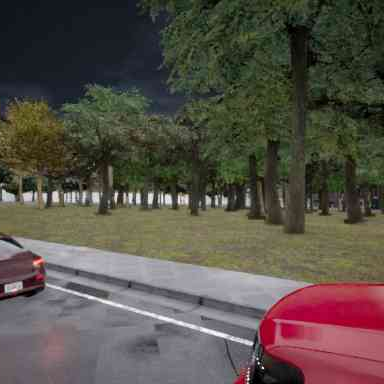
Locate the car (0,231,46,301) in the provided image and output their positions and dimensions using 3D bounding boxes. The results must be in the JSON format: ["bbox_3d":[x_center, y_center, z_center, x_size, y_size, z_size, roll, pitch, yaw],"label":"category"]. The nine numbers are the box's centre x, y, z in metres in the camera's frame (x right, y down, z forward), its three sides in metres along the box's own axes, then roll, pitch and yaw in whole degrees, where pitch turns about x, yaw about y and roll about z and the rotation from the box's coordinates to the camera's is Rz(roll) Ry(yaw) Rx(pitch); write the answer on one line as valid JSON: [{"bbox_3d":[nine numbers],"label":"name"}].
[{"bbox_3d":[-5.036,1.524,7.258,4.674,1.442,1.812,0,0,36],"label":"car"}]

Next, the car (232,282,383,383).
[{"bbox_3d":[2.923,1.222,1.601,5.566,2.045,2.150,0,0,35],"label":"car"}]
